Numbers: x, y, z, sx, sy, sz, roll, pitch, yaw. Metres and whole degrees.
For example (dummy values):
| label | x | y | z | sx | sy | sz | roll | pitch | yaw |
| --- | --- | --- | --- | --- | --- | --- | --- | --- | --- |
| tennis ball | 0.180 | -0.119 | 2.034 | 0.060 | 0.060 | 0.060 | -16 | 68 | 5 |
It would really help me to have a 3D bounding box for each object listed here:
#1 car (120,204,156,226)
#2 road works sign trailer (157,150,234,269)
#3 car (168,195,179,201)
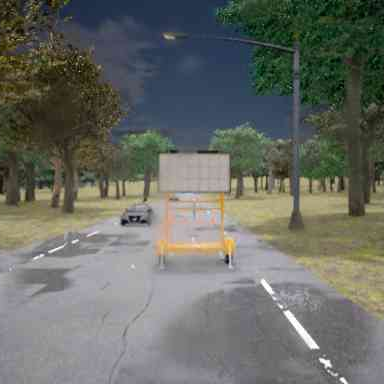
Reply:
| label | x | y | z | sx | sy | sz | roll | pitch | yaw |
| --- | --- | --- | --- | --- | --- | --- | --- | --- | --- |
| car | -3.578 | 1.513 | 22.737 | 1.994 | 1.385 | 4.181 | 0 | 0 | 0 |
| road works sign trailer | 0.077 | 0.430 | 11.050 | 2.380 | 3.560 | 2.880 | 0 | 0 | -2 |
| car | -3.481 | 1.256 | 63.947 | 1.882 | 1.535 | 5.008 | 0 | 0 | 1 |
